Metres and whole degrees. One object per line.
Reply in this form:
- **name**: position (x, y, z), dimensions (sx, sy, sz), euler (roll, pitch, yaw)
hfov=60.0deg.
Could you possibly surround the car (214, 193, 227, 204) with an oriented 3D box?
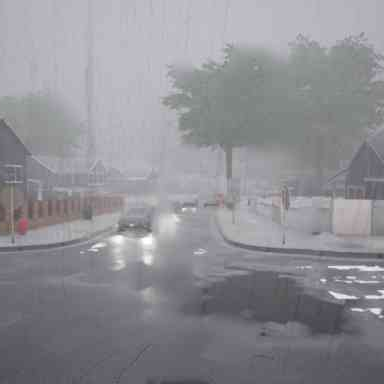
- **car**: position (5.176, 1.254, 61.223), dimensions (2.150, 2.045, 5.566), euler (1, 0, 14)

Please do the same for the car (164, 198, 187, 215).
- **car**: position (-2.151, 1.495, 34.084), dimensions (2.128, 1.511, 4.902), euler (0, 0, 6)

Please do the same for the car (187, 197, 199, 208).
- **car**: position (-0.199, 1.493, 48.742), dimensions (1.882, 1.535, 5.008), euler (0, 0, 10)

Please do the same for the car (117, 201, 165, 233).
- **car**: position (-3.037, 1.498, 19.908), dimensions (1.837, 1.490, 4.892), euler (0, 0, 3)

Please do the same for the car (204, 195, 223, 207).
- **car**: position (3.100, 1.602, 51.499), dimensions (1.994, 1.385, 4.181), euler (0, 0, 12)
